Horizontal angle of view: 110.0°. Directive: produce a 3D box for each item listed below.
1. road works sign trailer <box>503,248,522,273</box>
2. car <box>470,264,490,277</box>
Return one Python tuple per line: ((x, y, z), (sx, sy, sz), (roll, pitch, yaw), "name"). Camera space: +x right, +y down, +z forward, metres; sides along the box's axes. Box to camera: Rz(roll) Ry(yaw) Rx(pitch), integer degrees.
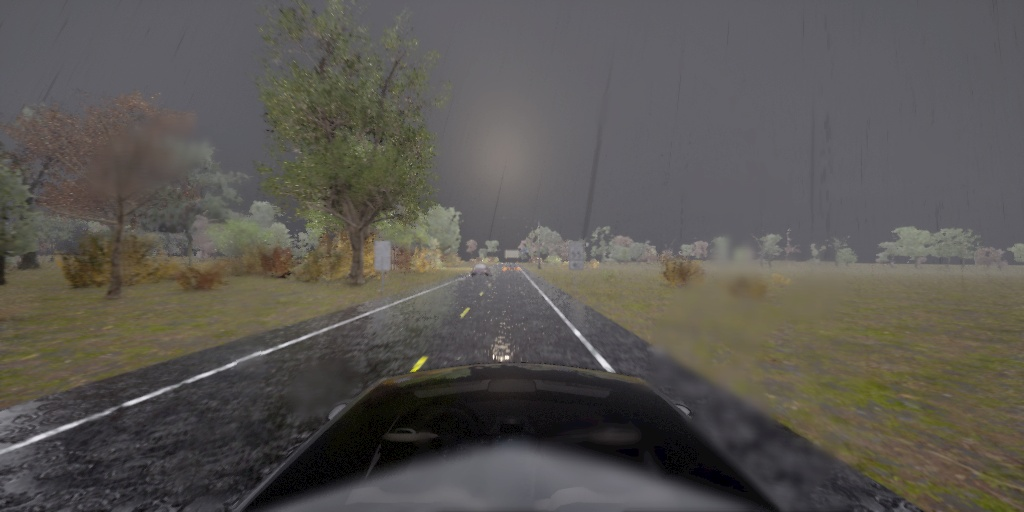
((-0.005, 0.717, 54.874), (2.380, 3.560, 2.880), (0, 0, 0), "road works sign trailer")
((-3.579, 1.646, 41.312), (1.812, 1.442, 4.674), (0, -1, 0), "car")
